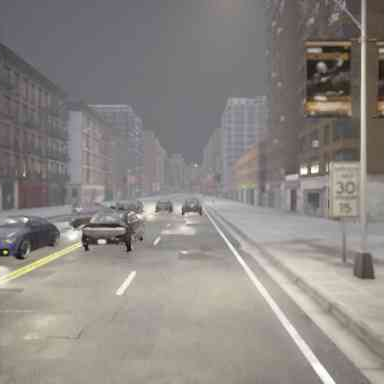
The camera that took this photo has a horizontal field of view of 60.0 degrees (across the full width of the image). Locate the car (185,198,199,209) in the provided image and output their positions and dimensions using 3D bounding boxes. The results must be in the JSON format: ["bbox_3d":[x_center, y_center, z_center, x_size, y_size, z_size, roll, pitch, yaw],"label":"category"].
[{"bbox_3d":[0.027,1.591,47.738,1.882,1.535,5.008,0,0,1],"label":"car"}]

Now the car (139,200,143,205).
[{"bbox_3d":[-6.523,1.564,36.529,1.882,1.535,5.008,0,0,0],"label":"car"}]

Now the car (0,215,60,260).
[{"bbox_3d":[-6.594,1.592,12.469,1.994,1.385,4.181,0,0,0],"label":"car"}]

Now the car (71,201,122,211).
[{"bbox_3d":[-6.584,1.601,22.733,2.033,1.411,5.357,0,0,0],"label":"car"}]

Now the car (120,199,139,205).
[{"bbox_3d":[-6.504,1.475,31.190,1.895,1.301,4.718,0,0,0],"label":"car"}]

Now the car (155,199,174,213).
[{"bbox_3d":[-3.153,1.583,38.652,2.128,1.511,4.902,0,0,0],"label":"car"}]

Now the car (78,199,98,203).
[{"bbox_3d":[-9.754,1.405,31.219,2.128,1.511,4.902,0,0,0],"label":"car"}]

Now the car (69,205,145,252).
[{"bbox_3d":[-3.150,1.524,14.062,2.128,1.511,4.902,0,0,0],"label":"car"}]

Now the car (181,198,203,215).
[{"bbox_3d":[-0.003,1.433,34.418,2.097,1.767,4.553,0,0,0],"label":"car"}]
